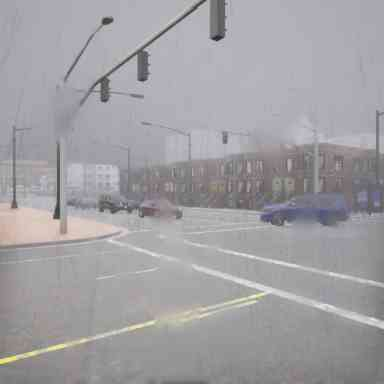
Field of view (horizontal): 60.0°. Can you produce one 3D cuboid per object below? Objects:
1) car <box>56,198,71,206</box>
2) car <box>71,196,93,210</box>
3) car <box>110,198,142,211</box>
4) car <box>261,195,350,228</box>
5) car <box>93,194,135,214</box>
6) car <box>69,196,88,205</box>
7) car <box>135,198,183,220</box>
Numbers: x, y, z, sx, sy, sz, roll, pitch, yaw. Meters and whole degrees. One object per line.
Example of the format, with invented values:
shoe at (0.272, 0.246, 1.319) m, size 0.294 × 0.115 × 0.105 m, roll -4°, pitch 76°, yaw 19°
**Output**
car at (-20.014, 1.564, 52.429) m, size 1.994 × 1.385 × 4.181 m, roll 0°, pitch 0°, yaw -35°
car at (-14.213, 1.526, 44.300) m, size 1.812 × 1.442 × 4.674 m, roll 0°, pitch 0°, yaw -35°
car at (-8.604, 1.547, 42.804) m, size 2.033 × 1.411 × 5.357 m, roll 0°, pitch 0°, yaw -36°
car at (7.403, 1.220, 22.013) m, size 5.566 × 2.045 × 2.150 m, roll 0°, pitch 2°, yaw 9°
car at (-8.422, 1.221, 36.205) m, size 2.150 × 2.045 × 5.566 m, roll 0°, pitch 0°, yaw -36°
car at (-20.196, 1.505, 58.935) m, size 1.837 × 1.490 × 4.892 m, roll 0°, pitch 0°, yaw -36°
car at (-2.709, 1.352, 28.266) m, size 2.097 × 1.767 × 4.553 m, roll 0°, pitch 0°, yaw -35°
